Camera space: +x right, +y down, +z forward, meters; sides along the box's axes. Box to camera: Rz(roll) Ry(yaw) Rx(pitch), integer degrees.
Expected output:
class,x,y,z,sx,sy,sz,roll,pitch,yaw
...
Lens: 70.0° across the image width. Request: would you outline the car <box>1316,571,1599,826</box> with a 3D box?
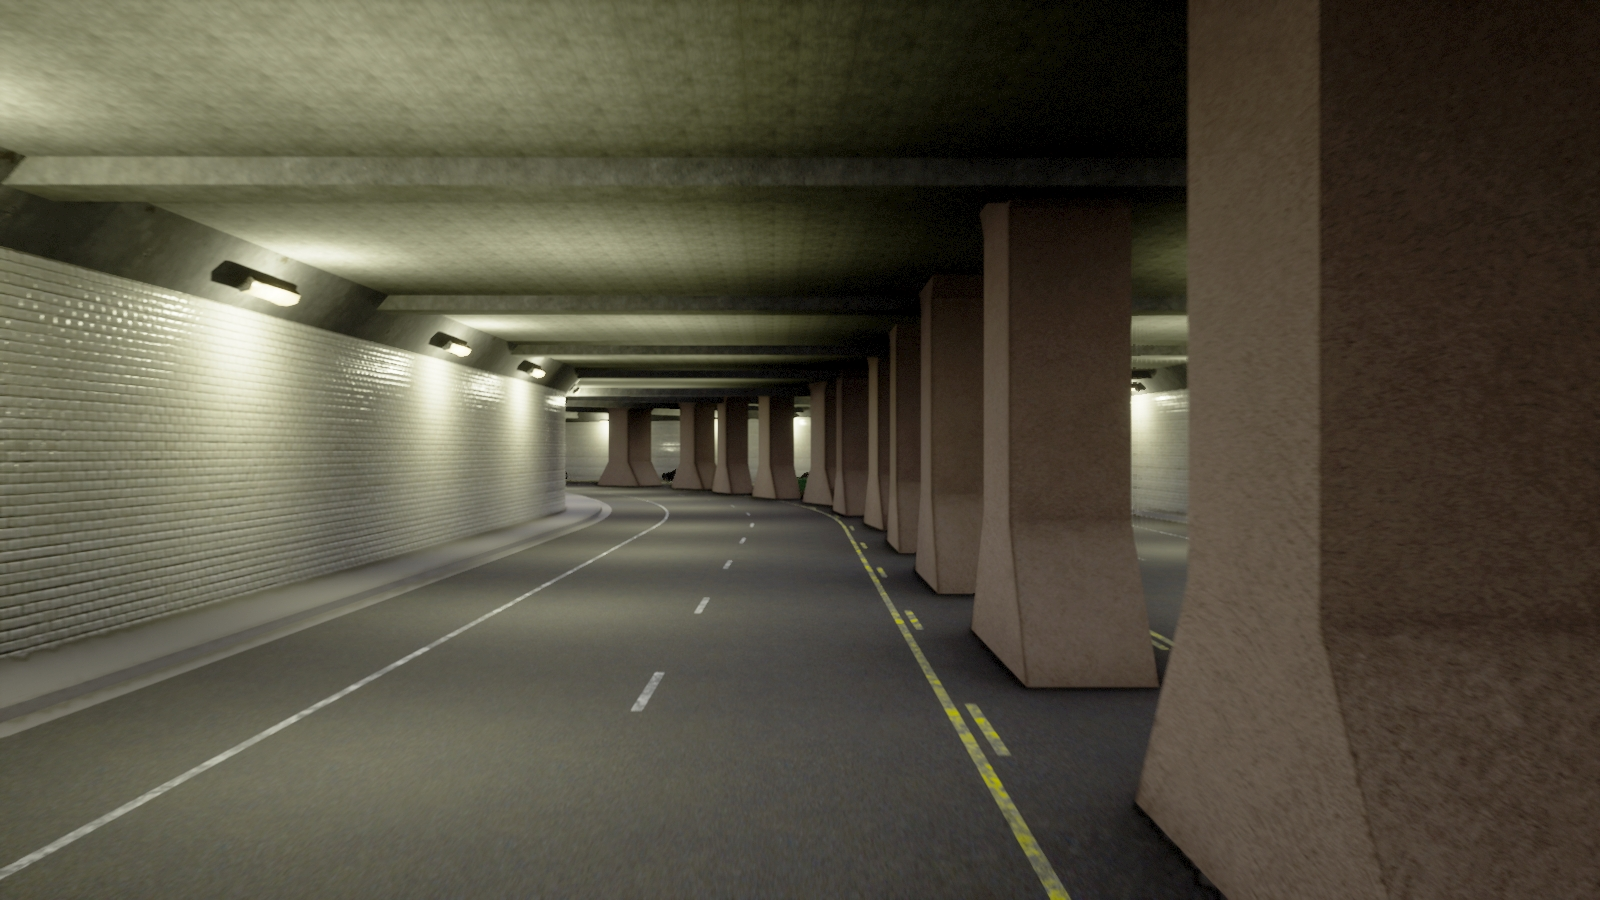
class,x,y,z,sx,sy,sz,roll,pitch,yaw
car,6.996,2.106,10.566,2.033,1.411,5.357,0,0,0
